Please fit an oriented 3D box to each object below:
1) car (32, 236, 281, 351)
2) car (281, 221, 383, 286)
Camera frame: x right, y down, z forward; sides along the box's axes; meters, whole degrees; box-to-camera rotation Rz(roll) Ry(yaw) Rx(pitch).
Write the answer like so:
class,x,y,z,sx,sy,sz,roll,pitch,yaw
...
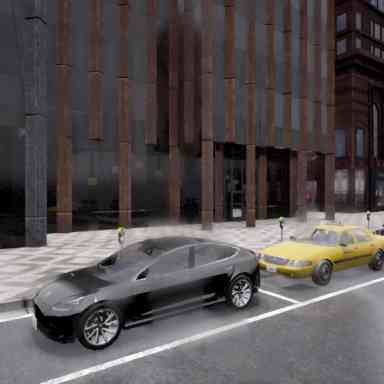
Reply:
class,x,y,z,sx,sy,sz,roll,pitch,yaw
car,-0.581,1.566,6.232,4.313,1.339,1.947,0,0,-35
car,3.872,1.526,9.402,4.829,1.417,1.752,0,0,-35
